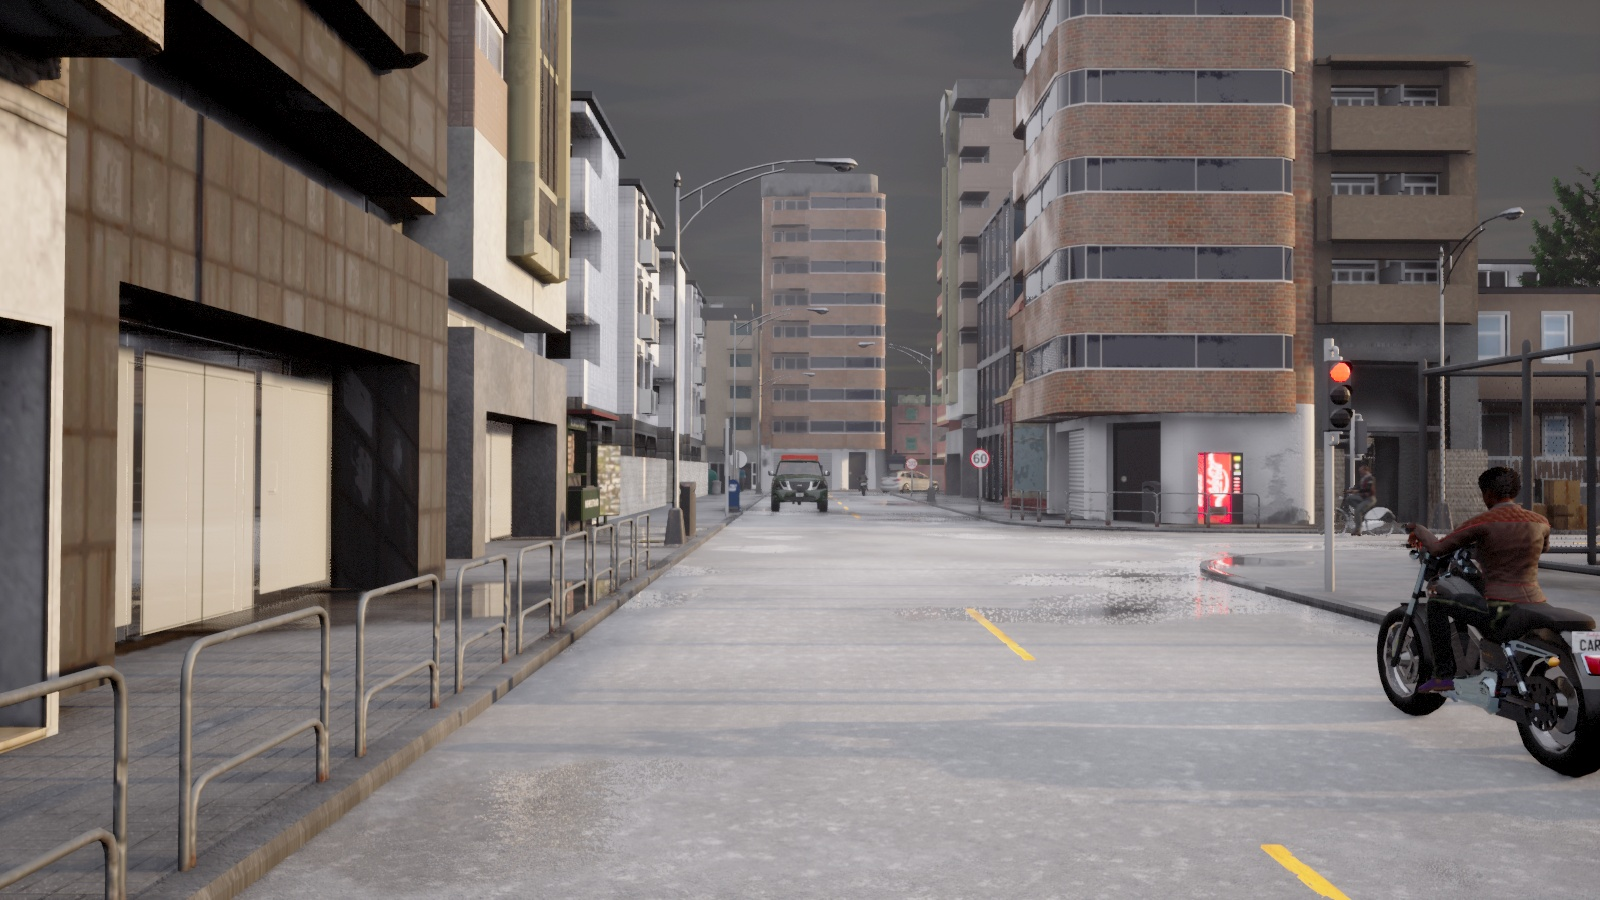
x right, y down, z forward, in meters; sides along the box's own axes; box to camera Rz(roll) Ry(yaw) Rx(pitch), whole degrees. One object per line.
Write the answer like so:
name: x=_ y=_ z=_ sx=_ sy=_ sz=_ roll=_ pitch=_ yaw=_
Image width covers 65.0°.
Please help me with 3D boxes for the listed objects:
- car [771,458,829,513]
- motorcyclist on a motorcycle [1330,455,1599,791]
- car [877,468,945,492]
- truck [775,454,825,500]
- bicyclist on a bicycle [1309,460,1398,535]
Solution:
car: x=-0.029 y=1.368 z=49.796 sx=2.150 sy=2.045 sz=5.566 roll=0 pitch=-1 yaw=-1
motorcyclist on a motorcycle: x=3.999 y=0.872 z=7.367 sx=0.766 sy=1.649 sz=2.350 roll=0 pitch=-1 yaw=0
car: x=8.033 y=2.140 z=90.320 sx=4.611 sy=1.667 sz=2.242 roll=1 pitch=-2 yaw=-40
truck: x=-0.009 y=1.492 z=69.522 sx=2.627 sy=2.467 sz=5.204 roll=0 pitch=-1 yaw=0
bicyclist on a bicycle: x=13.332 y=1.139 z=30.263 sx=1.843 sy=1.776 sz=0.659 roll=0 pitch=-1 yaw=-1
